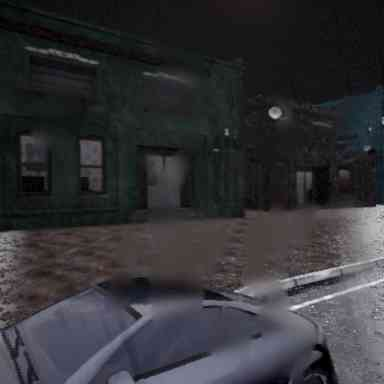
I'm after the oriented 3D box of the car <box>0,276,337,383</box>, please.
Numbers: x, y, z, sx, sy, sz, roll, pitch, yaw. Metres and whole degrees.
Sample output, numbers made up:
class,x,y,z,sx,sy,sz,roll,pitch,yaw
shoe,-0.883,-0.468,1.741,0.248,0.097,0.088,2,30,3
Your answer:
class,x,y,z,sx,sy,sz,roll,pitch,yaw
car,-0.599,1.569,2.951,4.181,1.385,1.994,0,0,-35
